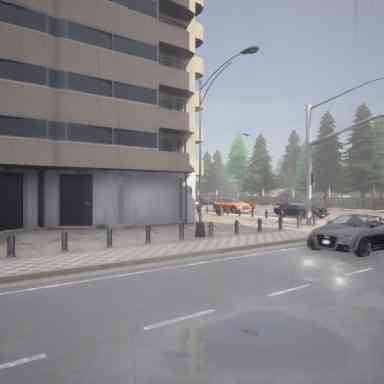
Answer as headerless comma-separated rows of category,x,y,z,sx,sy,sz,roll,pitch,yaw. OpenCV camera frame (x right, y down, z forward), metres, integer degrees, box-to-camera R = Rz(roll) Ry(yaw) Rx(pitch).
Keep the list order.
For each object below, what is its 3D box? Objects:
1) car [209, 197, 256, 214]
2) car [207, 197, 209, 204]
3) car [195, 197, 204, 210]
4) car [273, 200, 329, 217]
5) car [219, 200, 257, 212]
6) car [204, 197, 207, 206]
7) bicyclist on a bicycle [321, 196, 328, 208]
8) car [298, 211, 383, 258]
car,4.396,1.407,36.646,2.097,1.767,4.553,0,0,-36
car,1.979,1.603,58.266,2.033,1.411,5.357,0,0,-35
car,-0.958,1.533,44.079,1.882,1.535,5.008,0,0,-36
car,9.613,1.656,29.414,1.895,1.301,4.718,0,0,-36
car,5.571,1.656,40.996,1.895,1.301,4.718,0,0,-36
car,-0.231,1.619,49.058,1.994,1.385,4.181,0,0,-36
bicyclist on a bicycle,17.331,1.356,43.469,1.656,1.620,0.582,0,0,-36
car,6.321,1.564,12.801,4.181,1.385,1.994,0,0,-36
